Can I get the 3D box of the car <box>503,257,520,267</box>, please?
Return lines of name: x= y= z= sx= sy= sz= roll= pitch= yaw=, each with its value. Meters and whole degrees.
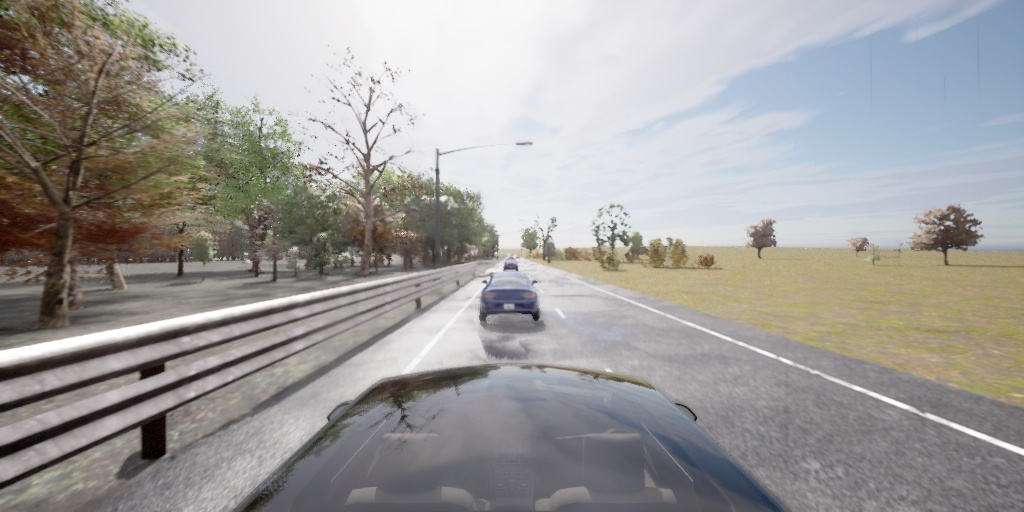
car: x=-0.119 y=1.202 z=45.720 sx=1.812 sy=1.442 sz=4.674 roll=0 pitch=0 yaw=0

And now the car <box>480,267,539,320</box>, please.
car: x=-0.077 y=1.261 z=12.404 sx=1.812 sy=1.442 sz=4.674 roll=0 pitch=0 yaw=0
